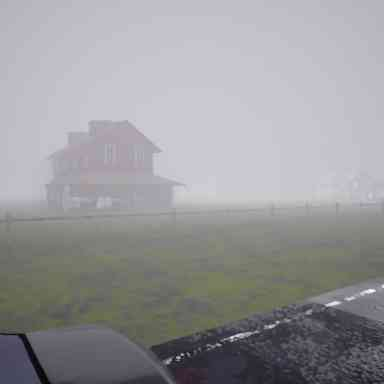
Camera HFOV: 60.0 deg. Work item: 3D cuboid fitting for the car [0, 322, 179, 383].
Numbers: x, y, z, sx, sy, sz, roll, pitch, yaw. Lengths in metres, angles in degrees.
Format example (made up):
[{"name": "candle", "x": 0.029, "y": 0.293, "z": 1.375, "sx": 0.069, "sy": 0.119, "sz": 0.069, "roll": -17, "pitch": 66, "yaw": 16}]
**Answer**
[{"name": "car", "x": -2.460, "y": 1.548, "z": 1.315, "sx": 5.357, "sy": 1.411, "sz": 2.033, "roll": 0, "pitch": 0, "yaw": -35}]
